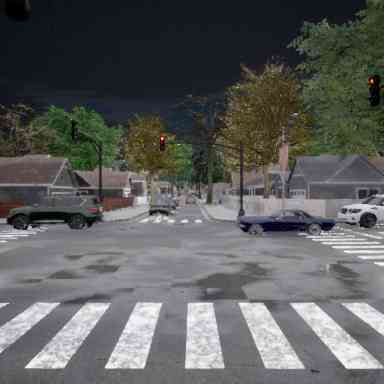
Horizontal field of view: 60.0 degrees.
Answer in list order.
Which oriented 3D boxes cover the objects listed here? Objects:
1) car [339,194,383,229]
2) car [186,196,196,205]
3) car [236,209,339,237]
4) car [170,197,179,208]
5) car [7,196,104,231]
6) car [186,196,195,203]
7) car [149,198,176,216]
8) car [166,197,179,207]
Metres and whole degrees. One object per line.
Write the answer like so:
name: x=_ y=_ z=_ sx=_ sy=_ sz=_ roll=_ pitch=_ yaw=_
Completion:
car: x=12.061 y=1.139 z=20.516 sx=5.566 sy=2.045 sz=2.150 roll=0 pitch=0 yaw=0
car: x=-0.202 y=1.620 z=62.509 sx=1.994 sy=1.385 sz=4.181 roll=0 pitch=0 yaw=0
car: x=4.701 y=1.568 z=17.264 sx=4.718 sy=1.301 sz=1.895 roll=-1 pitch=0 yaw=0
car: x=-3.013 y=1.594 z=42.768 sx=1.994 sy=1.385 sz=4.181 roll=0 pitch=0 yaw=0
car: x=-8.286 y=1.256 z=20.526 sx=5.566 sy=2.045 sz=2.150 roll=-1 pitch=0 yaw=0
car: x=-0.321 y=1.574 z=73.379 sx=1.837 sy=1.490 sz=4.892 roll=0 pitch=0 yaw=0
car: x=-3.032 y=1.567 z=32.879 sx=2.033 sy=1.411 sz=5.357 roll=0 pitch=0 yaw=0
car: x=-3.032 y=1.568 z=53.018 sx=1.812 sy=1.442 sz=4.674 roll=0 pitch=0 yaw=0
